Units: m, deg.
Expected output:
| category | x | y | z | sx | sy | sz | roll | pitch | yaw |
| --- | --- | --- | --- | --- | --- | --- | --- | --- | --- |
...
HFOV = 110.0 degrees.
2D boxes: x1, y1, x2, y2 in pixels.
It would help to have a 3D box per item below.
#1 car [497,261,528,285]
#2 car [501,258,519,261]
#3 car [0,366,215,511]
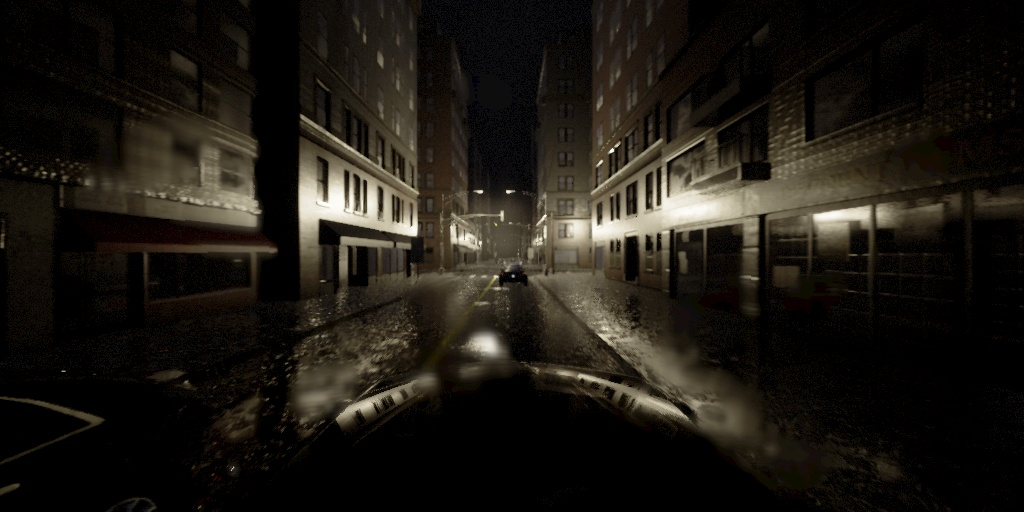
| category | x | y | z | sx | sy | sz | roll | pitch | yaw |
| --- | --- | --- | --- | --- | --- | --- | --- | --- | --- |
| car | 0.094 | 1.270 | 25.320 | 1.994 | 1.385 | 4.181 | 0 | 0 | 0 |
| car | 0.099 | 1.024 | 40.629 | 2.097 | 1.767 | 4.553 | 0 | 0 | 0 |
| car | -3.099 | 1.259 | 0.587 | 1.837 | 1.490 | 4.892 | 0 | 0 | 0 |
